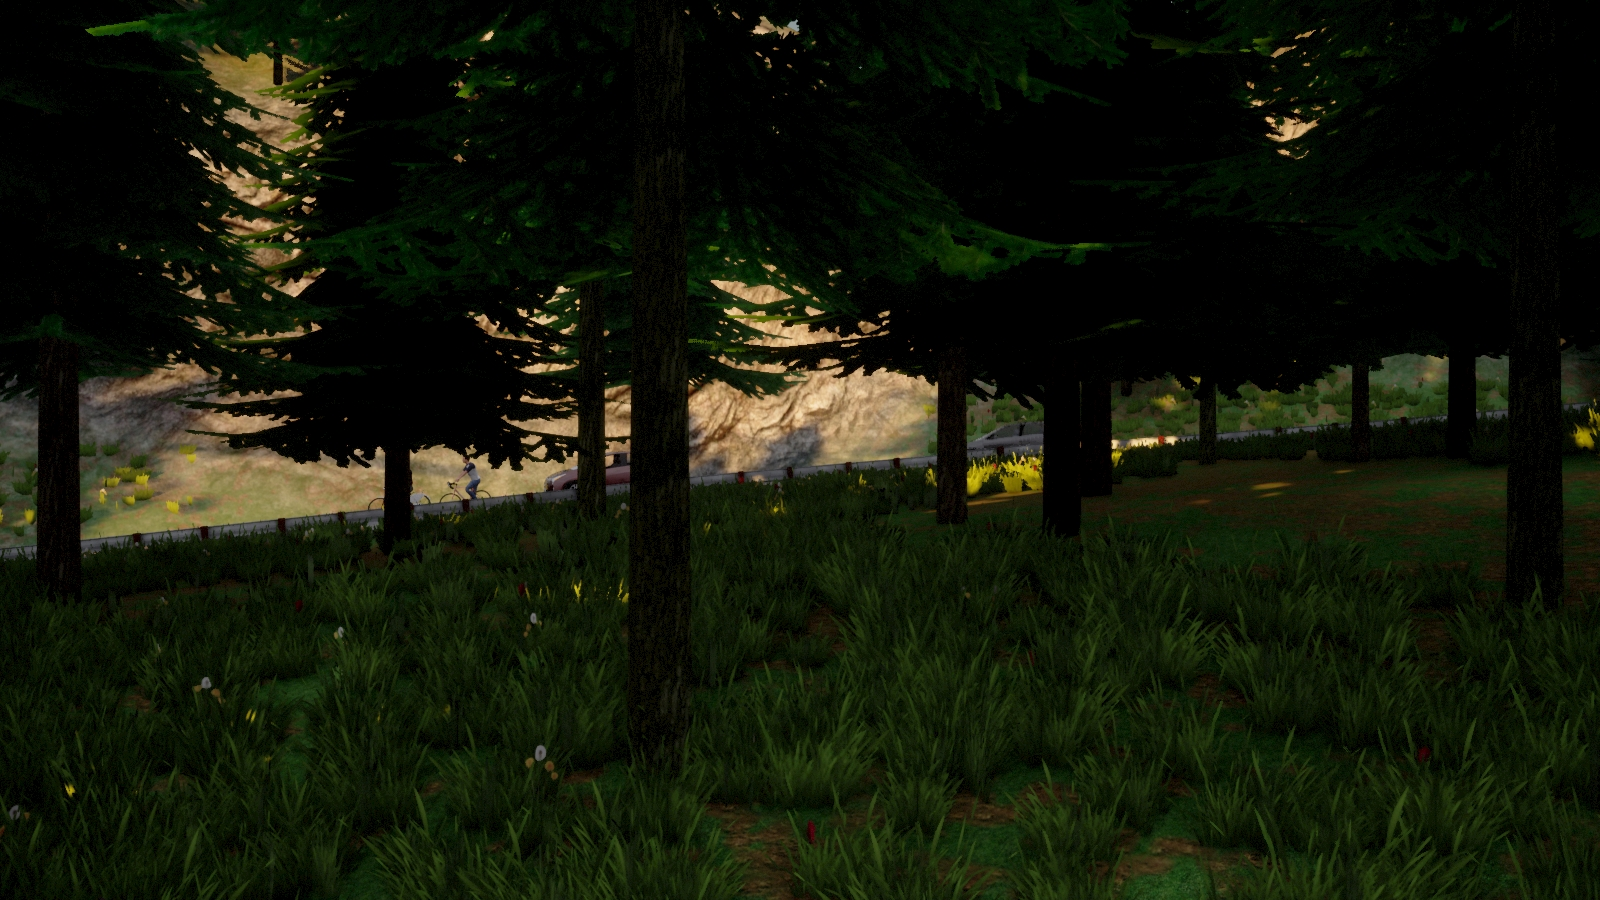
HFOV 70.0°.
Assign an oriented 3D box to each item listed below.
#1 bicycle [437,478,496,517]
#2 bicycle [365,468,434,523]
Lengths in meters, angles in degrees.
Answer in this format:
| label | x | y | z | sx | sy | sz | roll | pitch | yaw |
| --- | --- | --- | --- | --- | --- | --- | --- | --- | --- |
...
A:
| label | x | y | z | sx | sy | sz | roll | pitch | yaw |
| --- | --- | --- | --- | --- | --- | --- | --- | --- | --- |
| bicycle | -10.251 | 1.440 | 35.171 | 1.643 | 1.024 | 0.373 | -5 | 3 | -36 |
| bicycle | -12.076 | 1.355 | 34.489 | 1.835 | 1.471 | 0.329 | -5 | 2 | -29 |
